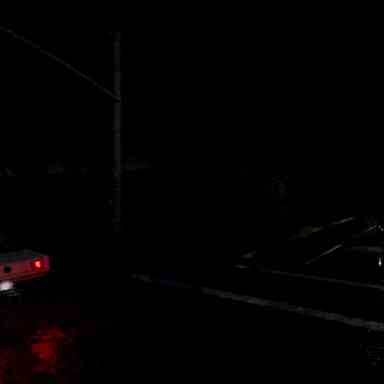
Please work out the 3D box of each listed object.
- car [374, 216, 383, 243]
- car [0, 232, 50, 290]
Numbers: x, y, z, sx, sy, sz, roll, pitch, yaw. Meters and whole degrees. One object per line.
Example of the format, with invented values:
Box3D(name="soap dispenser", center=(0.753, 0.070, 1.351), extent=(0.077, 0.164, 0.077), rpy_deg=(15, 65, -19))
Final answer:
Box3D(name="car", center=(9.680, 1.466, 15.217), extent=(1.837, 1.490, 4.892), rpy_deg=(0, 0, 35))
Box3D(name="car", center=(-5.543, 1.597, 7.960), extent=(4.718, 1.301, 1.895), rpy_deg=(0, 0, 36))
